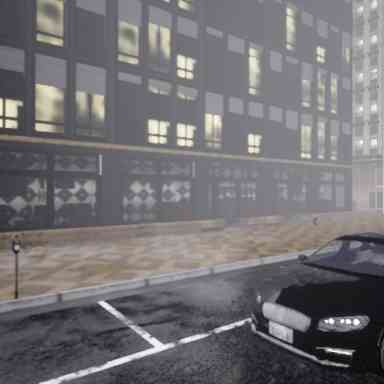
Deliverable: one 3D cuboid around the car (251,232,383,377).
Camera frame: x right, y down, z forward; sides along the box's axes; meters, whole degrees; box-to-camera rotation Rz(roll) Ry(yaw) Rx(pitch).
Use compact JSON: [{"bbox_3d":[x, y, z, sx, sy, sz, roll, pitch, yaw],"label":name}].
[{"bbox_3d":[3.113,1.492,5.592,4.902,1.511,2.128,0,0,-35],"label":"car"}]
